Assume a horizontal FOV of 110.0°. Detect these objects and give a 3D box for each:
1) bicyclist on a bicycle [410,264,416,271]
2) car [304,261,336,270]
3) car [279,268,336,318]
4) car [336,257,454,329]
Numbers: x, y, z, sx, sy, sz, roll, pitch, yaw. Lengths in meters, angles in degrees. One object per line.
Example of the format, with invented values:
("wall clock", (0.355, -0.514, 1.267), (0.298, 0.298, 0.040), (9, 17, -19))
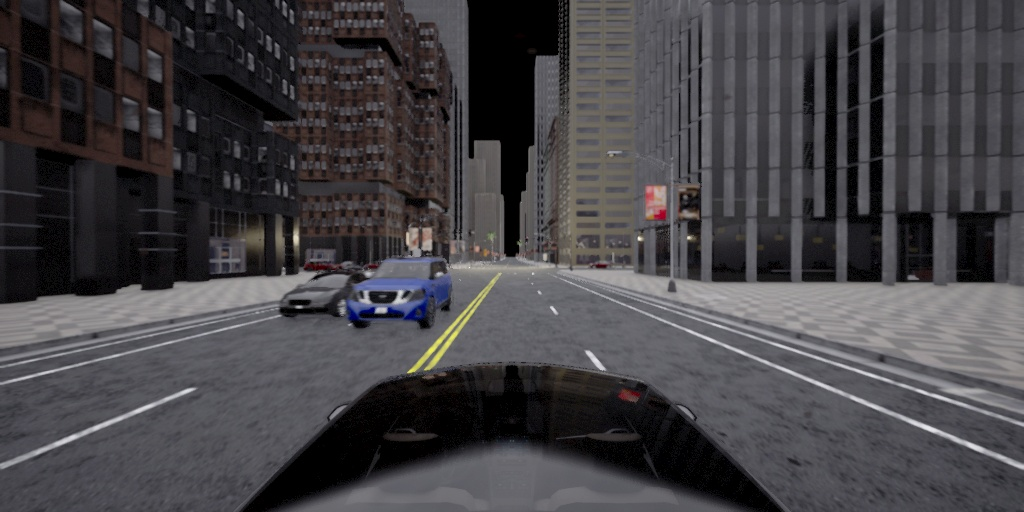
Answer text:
("bicyclist on a bicycle", (-8.754, 1.472, 31.952), (0.866, 1.612, 1.509), (0, -1, 0))
("car", (-30.157, 1.650, 56.770), (5.009, 1.841, 2.192), (0, 0, 0))
("car", (-6.601, 1.357, 13.541), (1.837, 1.490, 4.892), (0, -1, 0))
("car", (-3.350, 1.060, 11.941), (2.150, 2.045, 5.566), (0, 0, 0))
